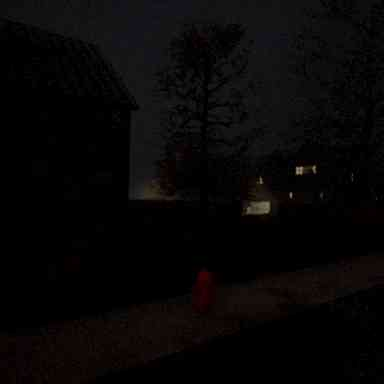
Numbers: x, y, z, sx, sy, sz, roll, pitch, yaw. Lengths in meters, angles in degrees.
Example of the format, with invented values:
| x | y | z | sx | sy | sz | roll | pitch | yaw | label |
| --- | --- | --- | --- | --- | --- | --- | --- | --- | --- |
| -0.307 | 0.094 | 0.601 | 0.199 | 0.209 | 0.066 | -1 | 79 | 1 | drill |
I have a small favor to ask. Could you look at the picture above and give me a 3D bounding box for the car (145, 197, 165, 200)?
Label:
| x | y | z | sx | sy | sz | roll | pitch | yaw | label |
| --- | --- | --- | --- | --- | --- | --- | --- | --- | --- |
| -5.529 | 1.744 | 46.382 | 2.150 | 2.045 | 5.566 | 2 | -1 | -34 | car |
